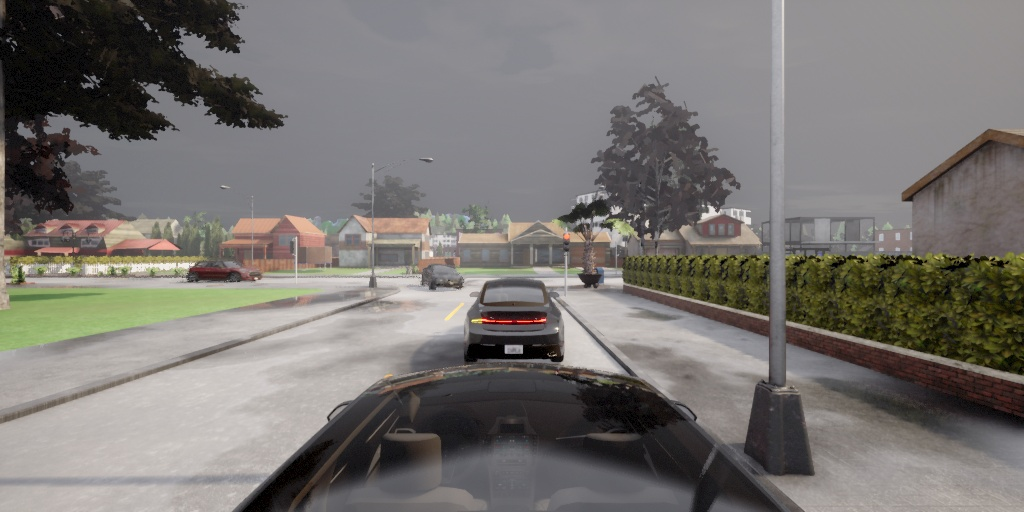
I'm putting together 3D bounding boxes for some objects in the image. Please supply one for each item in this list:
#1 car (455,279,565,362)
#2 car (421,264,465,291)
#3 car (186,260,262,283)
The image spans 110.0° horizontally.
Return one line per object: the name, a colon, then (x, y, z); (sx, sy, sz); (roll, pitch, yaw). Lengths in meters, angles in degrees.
car: (0.052, 1.255, 8.187); (1.837, 1.490, 4.892); (0, 0, 1)
car: (-4.296, 1.256, 21.984); (1.837, 1.490, 4.892); (4, -2, -24)
car: (-21.404, 1.102, 26.828); (4.553, 1.767, 2.097); (0, 0, 0)
